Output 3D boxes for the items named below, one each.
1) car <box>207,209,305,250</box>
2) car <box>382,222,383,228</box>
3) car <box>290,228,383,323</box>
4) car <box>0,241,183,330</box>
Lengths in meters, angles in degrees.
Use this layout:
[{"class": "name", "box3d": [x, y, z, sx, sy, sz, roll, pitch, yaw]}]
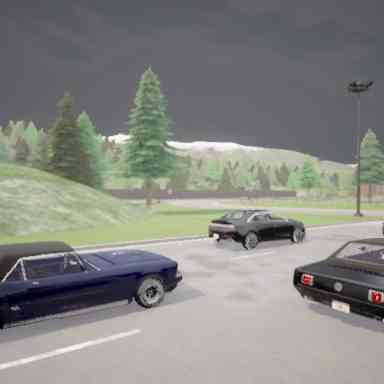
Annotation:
[{"class": "car", "box3d": [2.914, 1.514, 14.421, 4.902, 1.511, 2.128, 0, 0, -35]}, {"class": "car", "box3d": [10.761, 1.564, 15.718, 4.674, 1.442, 1.812, 0, 0, -36]}, {"class": "car", "box3d": [4.278, 1.616, 6.796, 4.718, 1.301, 1.895, 0, 0, -35]}, {"class": "car", "box3d": [-2.539, 1.603, 6.235, 4.718, 1.301, 1.895, 0, 0, -35]}]
